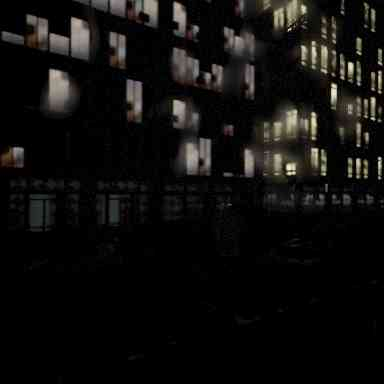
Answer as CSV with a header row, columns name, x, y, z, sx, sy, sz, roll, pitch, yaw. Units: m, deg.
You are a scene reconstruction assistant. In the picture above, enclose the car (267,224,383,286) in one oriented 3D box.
name,x,y,z,sx,sy,sz,roll,pitch,yaw
car,3.979,1.596,9.397,4.206,1.307,1.802,0,0,-36
